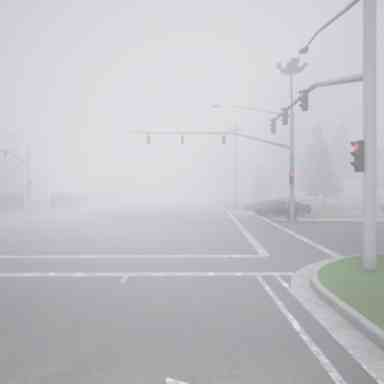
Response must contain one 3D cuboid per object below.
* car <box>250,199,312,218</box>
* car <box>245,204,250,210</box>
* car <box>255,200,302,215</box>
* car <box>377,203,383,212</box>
[{"bbox_3d":[8.017,1.473,29.271,4.902,1.511,2.128,0,0,-1],"label":"car"},{"bbox_3d":[8.523,1.522,36.697,5.357,1.411,2.033,0,0,6],"label":"car"},{"bbox_3d":[8.506,1.542,33.049,4.181,1.385,1.994,0,0,2],"label":"car"},{"bbox_3d":[22.943,1.477,36.439,4.892,1.490,1.837,-1,0,-1],"label":"car"}]
